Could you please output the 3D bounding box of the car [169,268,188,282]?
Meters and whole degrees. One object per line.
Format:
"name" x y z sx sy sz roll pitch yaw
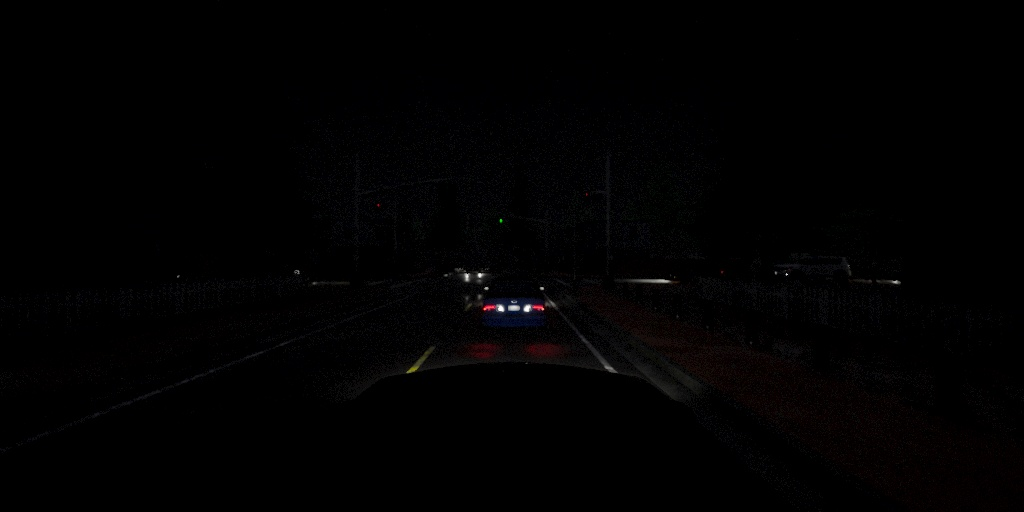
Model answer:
"car" -27.575 1.402 27.588 4.181 1.385 1.994 0 0 2

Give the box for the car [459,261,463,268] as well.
"car" -6.300 1.472 54.199 2.033 1.411 5.357 0 0 -14

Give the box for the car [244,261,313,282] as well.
"car" -17.710 1.189 27.297 4.553 1.767 2.097 0 0 2

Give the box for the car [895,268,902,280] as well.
"car" 34.533 1.196 29.432 4.553 1.767 2.097 0 0 2

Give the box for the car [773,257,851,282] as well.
"car" 24.688 1.067 29.743 5.566 2.045 2.150 0 0 1

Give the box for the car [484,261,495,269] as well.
"car" -4.244 1.513 60.254 1.994 1.385 4.181 0 0 -18

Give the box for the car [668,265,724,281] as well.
"car" 15.322 1.411 30.024 4.181 1.385 1.994 0 0 2

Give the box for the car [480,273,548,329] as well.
"car" 0.068 1.336 11.333 2.033 1.411 5.357 0 0 0

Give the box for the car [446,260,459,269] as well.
"car" -9.683 1.512 64.232 2.033 1.411 5.357 0 0 -23

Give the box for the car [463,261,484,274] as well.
"car" -4.766 1.391 44.541 1.837 1.490 4.892 0 0 -6
